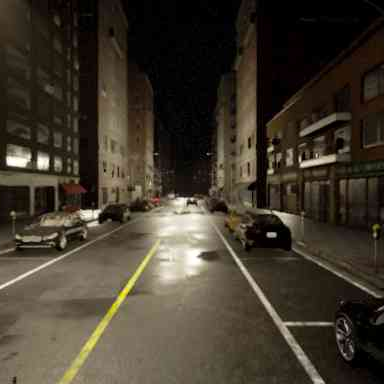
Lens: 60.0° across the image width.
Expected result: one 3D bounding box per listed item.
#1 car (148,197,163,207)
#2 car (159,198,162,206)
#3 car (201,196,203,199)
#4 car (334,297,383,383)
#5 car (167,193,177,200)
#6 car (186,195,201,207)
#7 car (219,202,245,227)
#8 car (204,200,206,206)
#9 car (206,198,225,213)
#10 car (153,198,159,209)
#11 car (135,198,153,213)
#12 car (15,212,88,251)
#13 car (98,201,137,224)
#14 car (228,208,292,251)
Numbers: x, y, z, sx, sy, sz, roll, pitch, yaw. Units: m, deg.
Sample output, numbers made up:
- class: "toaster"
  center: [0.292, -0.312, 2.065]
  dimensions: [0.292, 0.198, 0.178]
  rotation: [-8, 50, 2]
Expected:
- class: "car"
  center: [-5.681, 1.547, 52.649]
  dimensions: [1.947, 1.339, 4.313]
  rotation: [-1, 0, 0]
- class: "car"
  center: [-5.680, 1.529, 47.119]
  dimensions: [1.887, 1.381, 4.507]
  rotation: [-1, 0, 0]
- class: "car"
  center: [2.845, 1.563, 52.654]
  dimensions: [1.802, 1.307, 4.206]
  rotation: [-1, 0, 0]
- class: "car"
  center: [2.849, 1.565, 2.890]
  dimensions: [1.947, 1.339, 4.313]
  rotation: [-1, 0, 0]
- class: "car"
  center: [-5.848, 1.483, 90.144]
  dimensions: [1.752, 1.417, 4.829]
  rotation: [-1, 0, -1]
- class: "car"
  center: [-0.003, 1.530, 51.766]
  dimensions: [2.033, 1.411, 5.357]
  rotation: [0, 0, 0]
- class: "car"
  center: [2.847, 1.521, 19.648]
  dimensions: [1.752, 1.417, 4.829]
  rotation: [-1, 0, 0]
- class: "car"
  center: [2.846, 1.537, 41.595]
  dimensions: [2.008, 1.369, 4.403]
  rotation: [-1, 0, 0]
- class: "car"
  center: [2.846, 1.534, 36.066]
  dimensions: [1.887, 1.381, 4.507]
  rotation: [-1, 0, 0]
- class: "car"
  center: [-5.680, 1.537, 41.588]
  dimensions: [2.008, 1.369, 4.403]
  rotation: [-1, 0, 0]
- class: "car"
  center: [-5.679, 1.534, 36.057]
  dimensions: [1.887, 1.381, 4.507]
  rotation: [-1, 0, 0]
- class: "car"
  center: [-5.677, 1.548, 13.934]
  dimensions: [2.008, 1.369, 4.403]
  rotation: [-1, 0, 0]
- class: "car"
  center: [-5.678, 1.559, 24.996]
  dimensions: [1.947, 1.339, 4.313]
  rotation: [-1, 0, 0]
- class: "car"
  center: [2.848, 1.563, 13.949]
  dimensions: [1.947, 1.339, 4.313]
  rotation: [-1, 0, 0]
